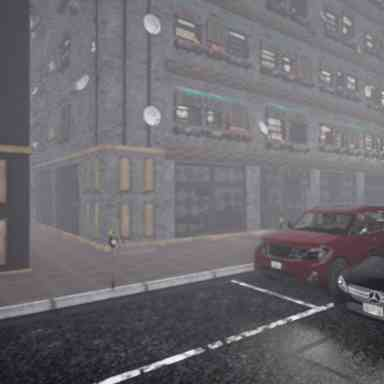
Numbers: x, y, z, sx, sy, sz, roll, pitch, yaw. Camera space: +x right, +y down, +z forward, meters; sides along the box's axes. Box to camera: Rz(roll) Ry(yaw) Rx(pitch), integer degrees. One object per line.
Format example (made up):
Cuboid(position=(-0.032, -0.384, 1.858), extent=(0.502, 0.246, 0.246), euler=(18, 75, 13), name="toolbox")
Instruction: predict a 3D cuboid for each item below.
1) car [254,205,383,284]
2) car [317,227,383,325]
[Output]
Cuboid(position=(3.938, 1.315, 8.906), extent=(5.009, 1.841, 2.192), euler=(0, 0, -35), name="car")
Cuboid(position=(4.635, 1.526, 6.375), extent=(4.674, 1.442, 1.812), euler=(0, 0, -35), name="car")
